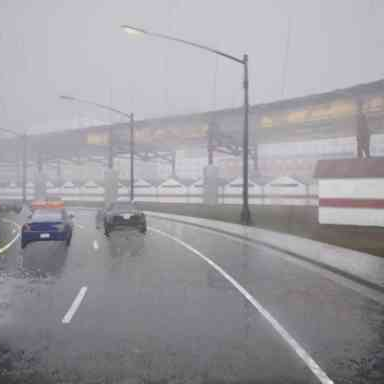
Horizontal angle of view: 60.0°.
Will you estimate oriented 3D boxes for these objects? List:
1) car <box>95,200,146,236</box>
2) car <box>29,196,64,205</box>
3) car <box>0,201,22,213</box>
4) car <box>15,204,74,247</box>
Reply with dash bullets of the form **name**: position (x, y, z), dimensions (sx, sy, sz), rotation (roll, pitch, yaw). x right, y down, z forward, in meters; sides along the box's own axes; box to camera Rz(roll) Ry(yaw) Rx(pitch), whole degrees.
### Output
- **car**: position (-4.018, 1.259, 18.203), dimensions (2.097, 1.767, 4.553), rotation (0, 0, -23)
- **car**: position (-14.351, 1.199, 32.768), dimensions (4.553, 1.767, 2.097), rotation (0, 1, 44)
- **car**: position (-18.043, 1.459, 31.589), dimensions (4.718, 1.301, 1.895), rotation (0, 0, 41)
- **car**: position (-6.253, 1.457, 14.619), dimensions (1.812, 1.442, 4.674), rotation (0, 0, -19)
